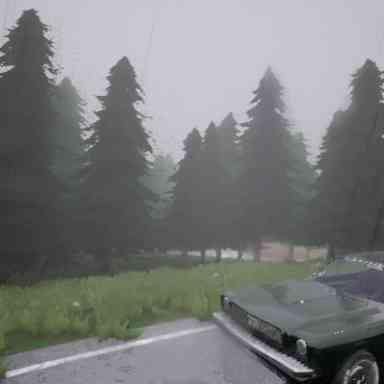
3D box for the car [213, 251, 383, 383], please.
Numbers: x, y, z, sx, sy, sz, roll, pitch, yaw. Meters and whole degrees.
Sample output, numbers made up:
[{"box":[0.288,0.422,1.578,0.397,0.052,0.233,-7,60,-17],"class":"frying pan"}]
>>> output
[{"box":[2.713,1.617,4.791,4.718,1.301,1.895,1,0,-25],"class":"car"}]
